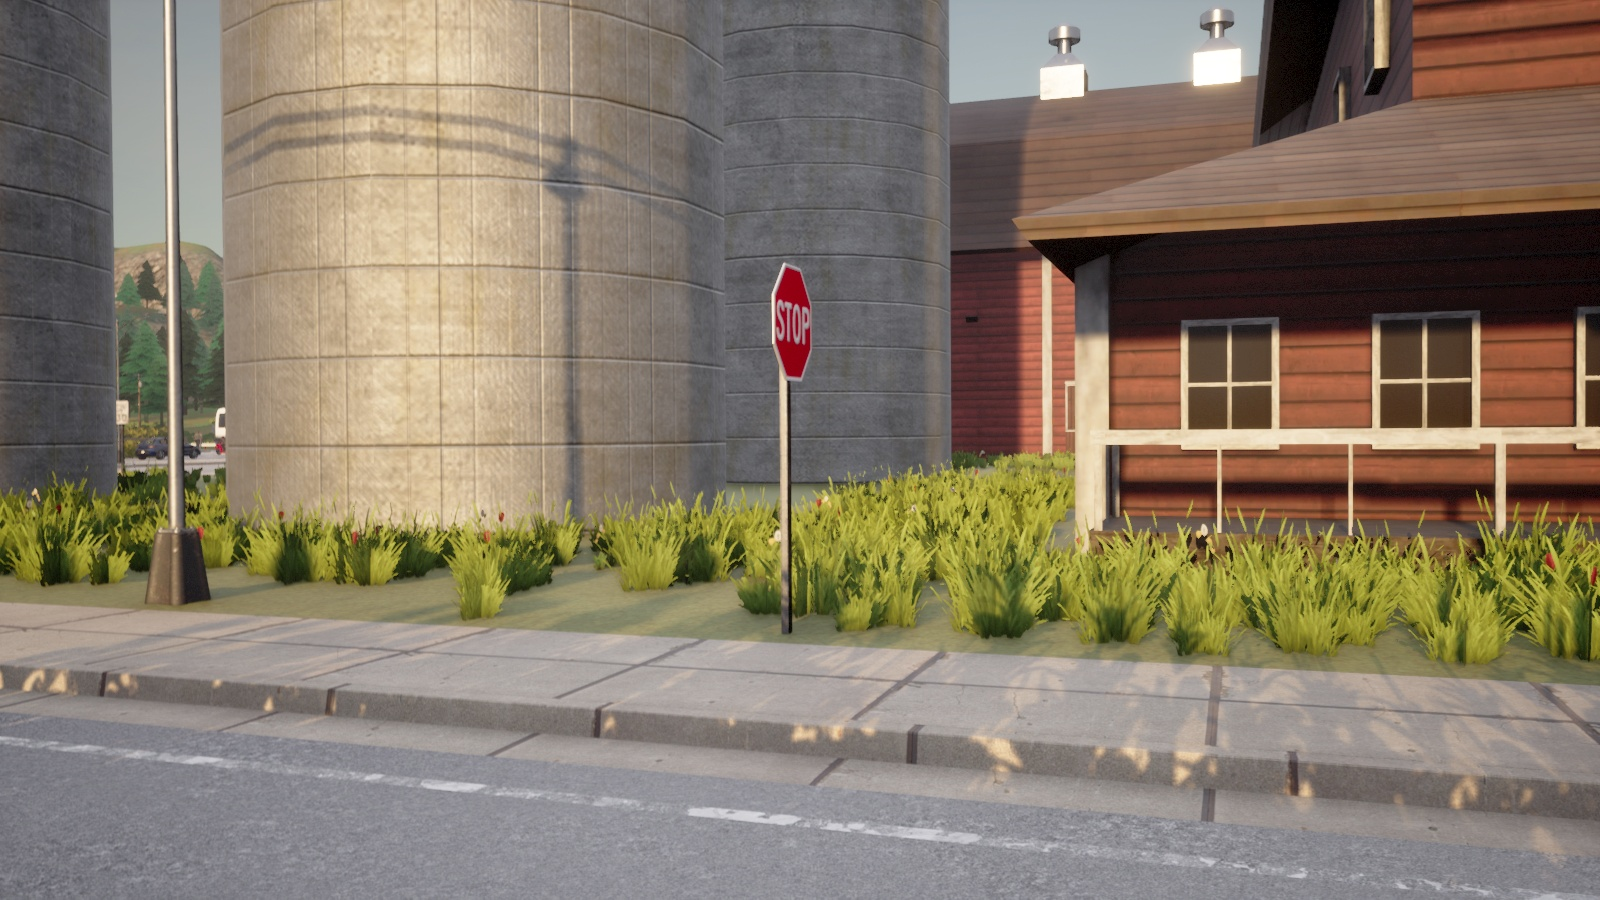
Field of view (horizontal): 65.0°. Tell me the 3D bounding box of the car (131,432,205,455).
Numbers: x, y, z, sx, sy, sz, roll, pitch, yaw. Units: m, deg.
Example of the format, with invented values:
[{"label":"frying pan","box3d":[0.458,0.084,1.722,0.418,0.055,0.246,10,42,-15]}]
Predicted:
[{"label":"car","box3d":[-41.287,-0.449,82.134,1.816,1.474,4.193,0,1,19]}]
